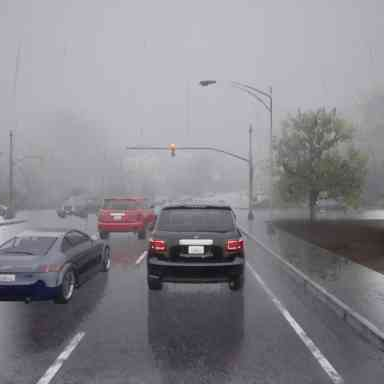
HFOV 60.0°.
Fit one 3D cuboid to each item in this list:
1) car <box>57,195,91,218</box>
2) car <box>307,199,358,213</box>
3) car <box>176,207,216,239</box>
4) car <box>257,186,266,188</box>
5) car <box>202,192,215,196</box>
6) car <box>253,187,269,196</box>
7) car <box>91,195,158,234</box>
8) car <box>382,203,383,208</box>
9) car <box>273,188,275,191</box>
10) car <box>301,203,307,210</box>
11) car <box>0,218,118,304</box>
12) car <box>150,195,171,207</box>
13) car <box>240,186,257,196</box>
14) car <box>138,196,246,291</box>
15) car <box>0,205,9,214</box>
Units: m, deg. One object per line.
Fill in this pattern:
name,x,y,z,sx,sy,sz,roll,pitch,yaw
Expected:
car,-9.928,1.299,29.836,2.150,2.045,5.566,0,0,5
car,15.967,1.646,37.556,4.718,1.301,1.895,-1,0,3
car,0.244,1.605,18.443,1.994,1.385,4.181,0,0,2
car,19.620,-0.763,93.023,2.150,2.045,5.566,0,3,37
car,3.958,0.741,80.976,2.128,1.511,4.902,0,3,25
car,17.511,0.264,83.616,1.895,1.301,4.718,0,3,33
car,-3.287,1.260,17.613,2.150,2.045,5.566,0,0,1
car,25.866,1.350,40.497,4.892,1.490,1.837,-2,0,3
car,23.217,-0.477,92.003,2.033,1.411,5.357,0,3,37
car,16.072,1.549,41.056,4.902,1.511,2.128,-1,0,3
car,-3.408,1.574,8.211,1.994,1.385,4.181,0,0,2
car,-5.391,1.467,56.892,2.097,1.767,4.553,0,1,16
car,13.942,0.093,84.488,2.097,1.767,4.553,0,3,33
car,0.100,1.234,9.215,2.150,2.045,5.566,0,0,0
car,-22.438,1.741,36.034,4.902,1.511,2.128,-1,0,2
